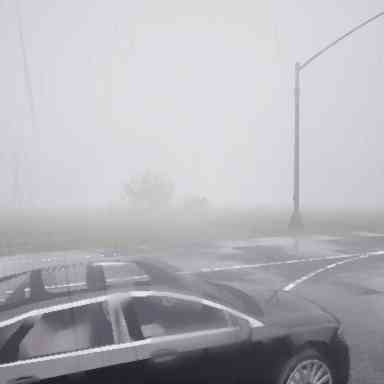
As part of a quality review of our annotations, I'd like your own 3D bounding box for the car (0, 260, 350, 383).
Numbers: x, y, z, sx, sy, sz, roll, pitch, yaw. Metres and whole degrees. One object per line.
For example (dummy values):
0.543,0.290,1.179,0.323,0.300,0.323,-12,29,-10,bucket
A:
-0.615,1.491,3.325,4.902,1.511,2.128,0,0,-25,car
